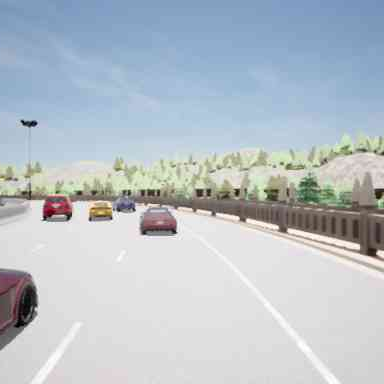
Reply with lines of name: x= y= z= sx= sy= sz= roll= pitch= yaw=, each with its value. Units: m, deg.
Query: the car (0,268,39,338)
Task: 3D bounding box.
car: x=-3.705 y=1.582 z=4.349 sx=1.994 sy=1.385 sz=4.181 roll=0 pitch=0 yaw=-3

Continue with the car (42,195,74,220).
car: x=-11.543 y=1.286 z=28.856 sx=2.150 sy=2.045 sz=5.566 roll=0 pitch=0 yaw=-17

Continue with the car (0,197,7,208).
car: x=-26.567 y=1.489 z=45.447 sx=2.097 sy=1.767 sz=4.553 roll=0 pitch=0 yaw=-30

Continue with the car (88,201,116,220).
car: x=-8.007 y=1.529 z=29.128 sx=1.882 sy=1.535 sz=5.008 roll=0 pitch=0 yaw=-16

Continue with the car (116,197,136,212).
car: x=-8.226 y=1.411 z=40.048 sx=2.097 sy=1.767 sz=4.553 roll=0 pitch=0 yaw=-21

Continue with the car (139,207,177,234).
car: x=-2.043 y=1.585 z=19.468 sx=1.994 sy=1.385 sz=4.181 roll=0 pitch=0 yaw=-10
